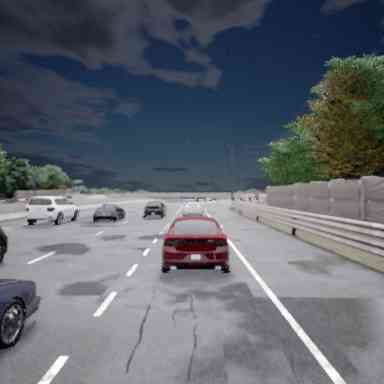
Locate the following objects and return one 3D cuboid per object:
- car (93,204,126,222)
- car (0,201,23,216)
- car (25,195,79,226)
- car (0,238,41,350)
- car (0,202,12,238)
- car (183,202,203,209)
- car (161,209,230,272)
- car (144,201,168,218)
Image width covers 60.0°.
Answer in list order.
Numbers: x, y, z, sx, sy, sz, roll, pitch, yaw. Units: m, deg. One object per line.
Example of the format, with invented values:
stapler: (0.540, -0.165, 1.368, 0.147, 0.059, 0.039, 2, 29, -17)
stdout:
car: (-6.903, 1.720, 28.135, 1.994, 1.385, 4.181, 0, 0, 0)
car: (-21.006, 1.756, 36.613, 2.033, 1.411, 5.357, 0, 0, 0)
car: (-10.402, 1.358, 25.074, 2.150, 2.045, 5.566, 0, 0, 0)
car: (-3.500, 1.556, 3.203, 2.033, 1.411, 5.357, 0, 0, 0)
car: (-6.900, 1.253, 8.205, 2.150, 2.045, 5.566, 0, 0, 0)
car: (0.085, 1.712, 33.063, 1.812, 1.442, 4.674, 0, 0, 0)
car: (0.099, 1.525, 10.954, 1.882, 1.535, 5.008, 0, 0, 0)
car: (-3.504, 1.687, 32.261, 1.837, 1.490, 4.892, 0, 0, 0)
